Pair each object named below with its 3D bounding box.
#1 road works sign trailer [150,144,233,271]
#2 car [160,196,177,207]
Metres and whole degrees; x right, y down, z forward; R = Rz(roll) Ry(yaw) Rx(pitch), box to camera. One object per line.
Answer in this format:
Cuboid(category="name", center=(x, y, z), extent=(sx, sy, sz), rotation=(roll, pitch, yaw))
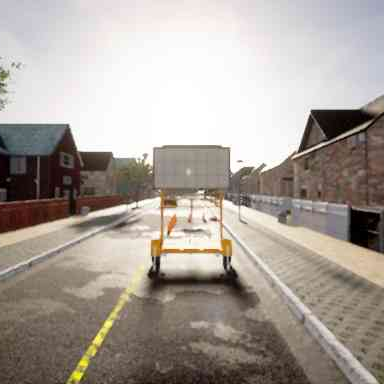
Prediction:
Cuboid(category="road works sign trailer", center=(-0.007, 0.334, 10.372), extent=(2.380, 3.560, 2.880), rotation=(0, 1, 1))
Cuboid(category="car", center=(-2.862, 1.151, 41.407), extent=(1.994, 1.385, 4.181), rotation=(0, 0, 0))
